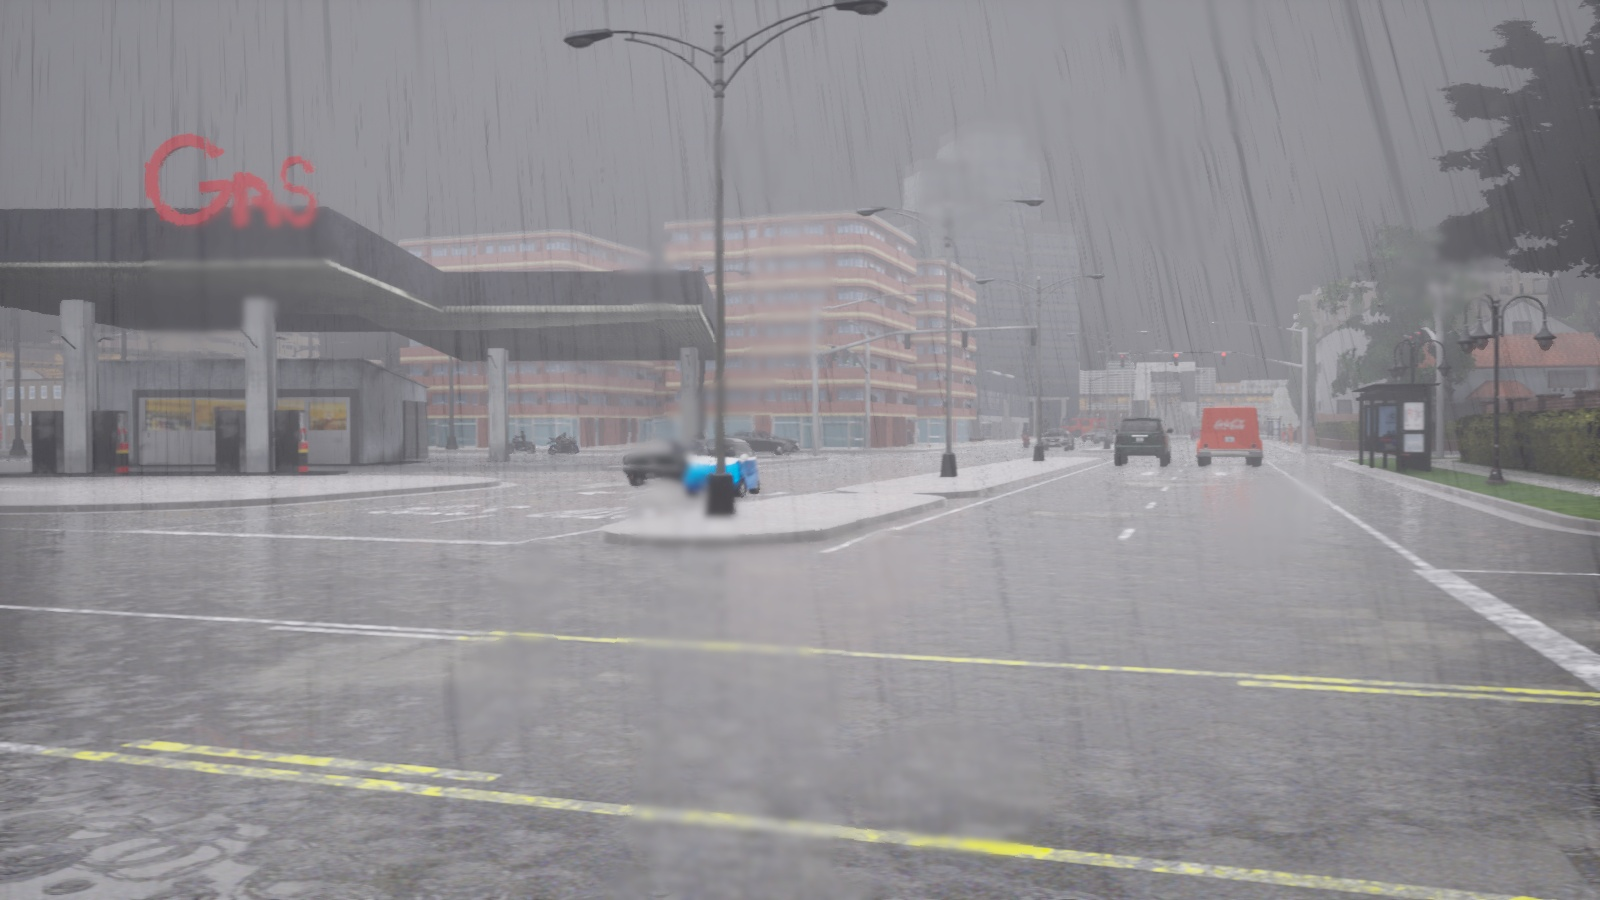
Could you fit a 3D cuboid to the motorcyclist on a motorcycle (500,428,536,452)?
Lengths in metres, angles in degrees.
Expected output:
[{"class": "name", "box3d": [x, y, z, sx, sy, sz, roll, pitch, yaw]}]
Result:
[{"class": "motorcyclist on a motorcycle", "box3d": [-19.449, -0.681, 86.481, 2.350, 1.649, 0.766, 0, 1, 17]}]

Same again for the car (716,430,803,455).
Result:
[{"class": "car", "box3d": [-2.491, -0.467, 77.451, 4.902, 1.511, 2.128, 0, 1, 17]}]

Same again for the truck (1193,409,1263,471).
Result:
[{"class": "truck", "box3d": [18.073, -0.443, 53.114, 2.627, 2.467, 5.204, 1, 1, 18]}]

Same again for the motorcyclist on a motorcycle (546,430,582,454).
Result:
[{"class": "motorcyclist on a motorcycle", "box3d": [-15.323, -0.501, 81.517, 2.191, 1.530, 0.866, 1, 1, 17]}]

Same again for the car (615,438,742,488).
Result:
[{"class": "car", "box3d": [-3.395, 0.336, 36.093, 1.895, 1.301, 4.718, 1, 1, 18]}]

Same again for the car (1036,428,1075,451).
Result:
[{"class": "car", "box3d": [18.547, -0.782, 91.011, 2.152, 1.651, 5.027, 1, 1, 18]}]

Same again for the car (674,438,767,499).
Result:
[{"class": "car", "box3d": [-1.845, 0.399, 29.658, 1.481, 1.376, 2.207, 1, 1, 18]}]

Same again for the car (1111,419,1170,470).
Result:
[{"class": "car", "box3d": [14.687, -0.264, 54.024, 2.150, 2.045, 5.566, 1, 1, 18]}]
